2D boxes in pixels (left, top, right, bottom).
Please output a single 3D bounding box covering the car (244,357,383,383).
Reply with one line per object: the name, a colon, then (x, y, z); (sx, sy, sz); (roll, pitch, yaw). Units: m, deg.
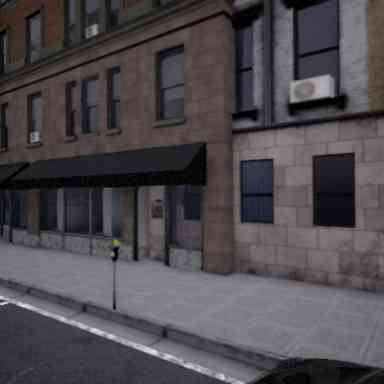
car: (1.981, 1.558, 1.396); (4.313, 1.339, 1.947); (-1, 0, 35)
